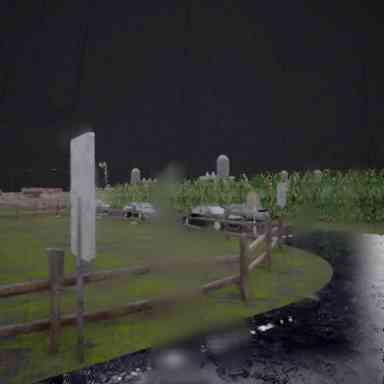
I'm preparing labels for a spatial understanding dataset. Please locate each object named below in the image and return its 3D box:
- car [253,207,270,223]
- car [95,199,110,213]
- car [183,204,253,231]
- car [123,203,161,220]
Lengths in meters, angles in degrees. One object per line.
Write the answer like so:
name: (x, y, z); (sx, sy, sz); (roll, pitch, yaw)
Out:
car: (3.393, 1.618, 24.020); (2.128, 1.511, 4.902); (0, 0, -35)
car: (-11.513, 1.676, 39.870); (2.097, 1.767, 4.553); (0, 0, -35)
car: (1.329, 1.617, 21.858); (1.882, 1.535, 5.008); (0, 0, -36)
car: (-4.607, 1.714, 30.175); (2.128, 1.511, 4.902); (0, 0, -35)
